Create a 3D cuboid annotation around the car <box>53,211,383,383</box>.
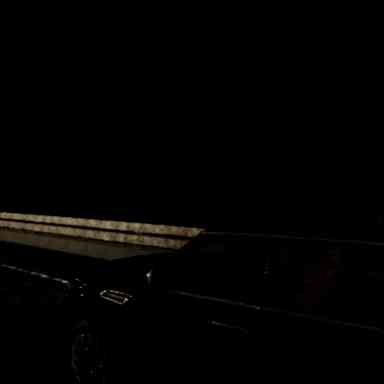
[{"bbox_3d":[0.967,1.220,3.302,5.566,2.045,2.150,0,0,35],"label":"car"}]
